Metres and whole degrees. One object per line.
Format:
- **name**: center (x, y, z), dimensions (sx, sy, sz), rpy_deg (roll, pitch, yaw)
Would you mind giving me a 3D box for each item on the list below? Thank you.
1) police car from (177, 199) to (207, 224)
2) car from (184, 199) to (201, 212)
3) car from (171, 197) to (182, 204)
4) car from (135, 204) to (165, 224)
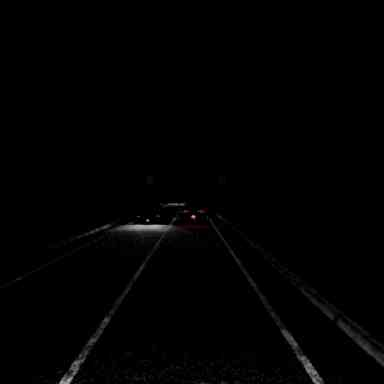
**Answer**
- **police car**: center (0.097, 1.575, 25.754), dimensions (2.038, 1.542, 4.974), rpy_deg (0, 0, 0)
- **car**: center (0.095, 1.675, 42.930), dimensions (2.033, 1.411, 5.357), rpy_deg (0, 0, 0)
- **car**: center (-3.013, 1.619, 66.490), dimensions (1.994, 1.385, 4.181), rpy_deg (0, 0, 0)
- **car**: center (-3.102, 1.615, 25.923), dimensions (2.033, 1.411, 5.357), rpy_deg (0, 0, 0)
